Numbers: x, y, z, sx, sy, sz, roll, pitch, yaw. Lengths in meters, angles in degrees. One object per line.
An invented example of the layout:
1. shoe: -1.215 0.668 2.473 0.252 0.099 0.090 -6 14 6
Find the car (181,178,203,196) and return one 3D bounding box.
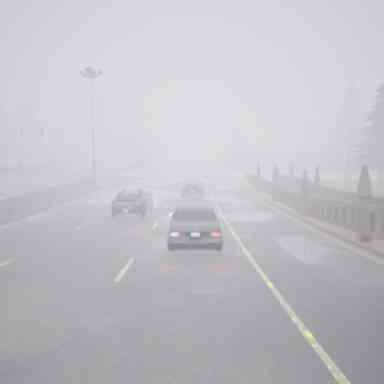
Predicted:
1. car: 0.025 -0.532 29.689 1.812 1.442 4.674 0 7 0

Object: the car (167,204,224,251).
1. car: 0.096 1.150 12.253 2.033 1.411 5.357 0 3 0

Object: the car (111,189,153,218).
1. car: -3.425 0.557 19.530 2.128 1.511 4.902 0 5 0
